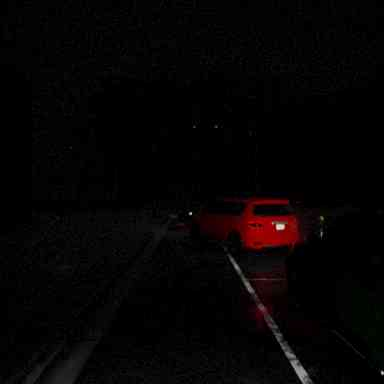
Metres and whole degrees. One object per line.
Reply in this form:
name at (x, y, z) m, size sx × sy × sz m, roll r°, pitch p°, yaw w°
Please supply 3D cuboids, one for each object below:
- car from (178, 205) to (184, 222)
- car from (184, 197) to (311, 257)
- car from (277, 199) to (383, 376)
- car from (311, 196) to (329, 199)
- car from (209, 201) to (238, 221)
car at (-0.065, 1.552, 26.245) m, size 1.994 × 1.385 × 4.181 m, roll 0°, pitch 0°, yaw 0°
car at (1.816, 1.215, 13.296) m, size 2.150 × 2.045 × 5.566 m, roll 0°, pitch 0°, yaw -23°
car at (2.962, 1.224, 4.375) m, size 2.150 × 2.045 × 5.566 m, roll 0°, pitch 0°, yaw 0°
car at (14.536, 1.184, 38.068) m, size 5.357 × 1.411 × 2.033 m, roll -1°, pitch 1°, yaw 0°
car at (2.496, 1.533, 27.522) m, size 1.887 × 1.381 × 4.507 m, roll -1°, pitch 0°, yaw 0°
